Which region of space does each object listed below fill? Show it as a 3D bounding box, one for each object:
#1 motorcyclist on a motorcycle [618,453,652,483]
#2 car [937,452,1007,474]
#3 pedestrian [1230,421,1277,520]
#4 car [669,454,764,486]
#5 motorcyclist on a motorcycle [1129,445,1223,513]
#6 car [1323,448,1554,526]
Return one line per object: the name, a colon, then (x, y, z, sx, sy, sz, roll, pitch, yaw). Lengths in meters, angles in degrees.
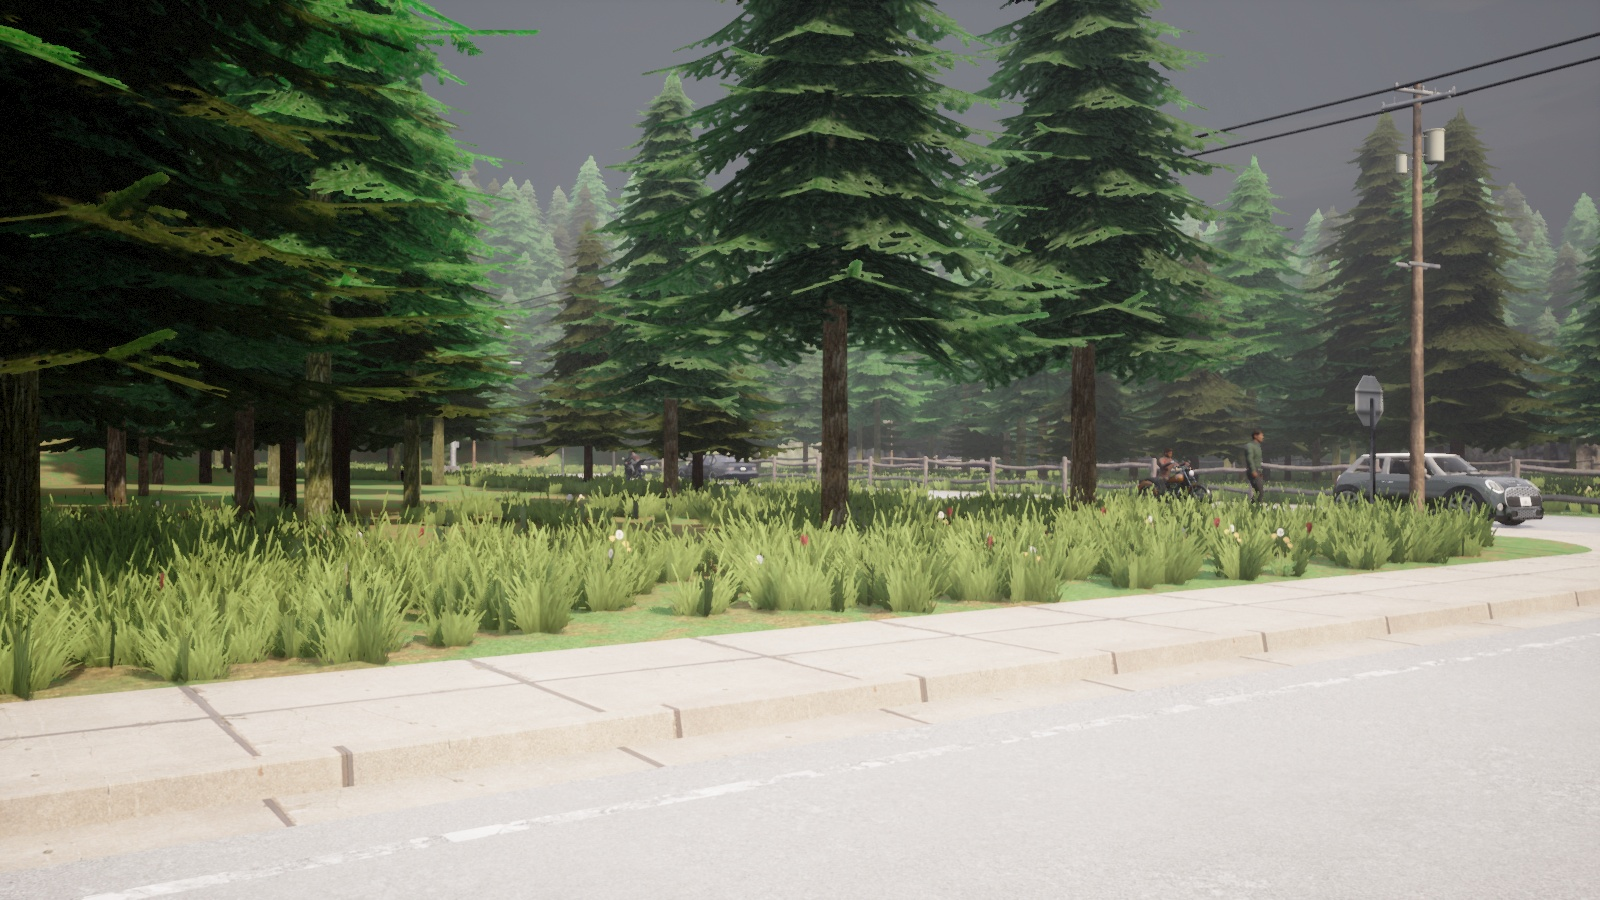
motorcyclist on a motorcycle: (-8.627, 0.926, 65.460, 0.866, 1.530, 2.191, 0, 0, -35)
car: (12.209, 0.925, 89.051, 4.792, 1.488, 2.163, 0, 0, 11)
pedestrian: (9.070, 0.408, 25.141, 0.788, 1.949, 0.423, 0, 0, 37)
car: (-3.941, 0.911, 58.466, 2.033, 1.411, 5.357, 0, 0, -34)
motorcyclist on a motorcycle: (9.510, 0.713, 31.862, 0.766, 1.649, 2.350, 0, 0, -32)
car: (13.153, 0.707, 26.059, 1.970, 1.475, 3.806, 0, 0, -32)
